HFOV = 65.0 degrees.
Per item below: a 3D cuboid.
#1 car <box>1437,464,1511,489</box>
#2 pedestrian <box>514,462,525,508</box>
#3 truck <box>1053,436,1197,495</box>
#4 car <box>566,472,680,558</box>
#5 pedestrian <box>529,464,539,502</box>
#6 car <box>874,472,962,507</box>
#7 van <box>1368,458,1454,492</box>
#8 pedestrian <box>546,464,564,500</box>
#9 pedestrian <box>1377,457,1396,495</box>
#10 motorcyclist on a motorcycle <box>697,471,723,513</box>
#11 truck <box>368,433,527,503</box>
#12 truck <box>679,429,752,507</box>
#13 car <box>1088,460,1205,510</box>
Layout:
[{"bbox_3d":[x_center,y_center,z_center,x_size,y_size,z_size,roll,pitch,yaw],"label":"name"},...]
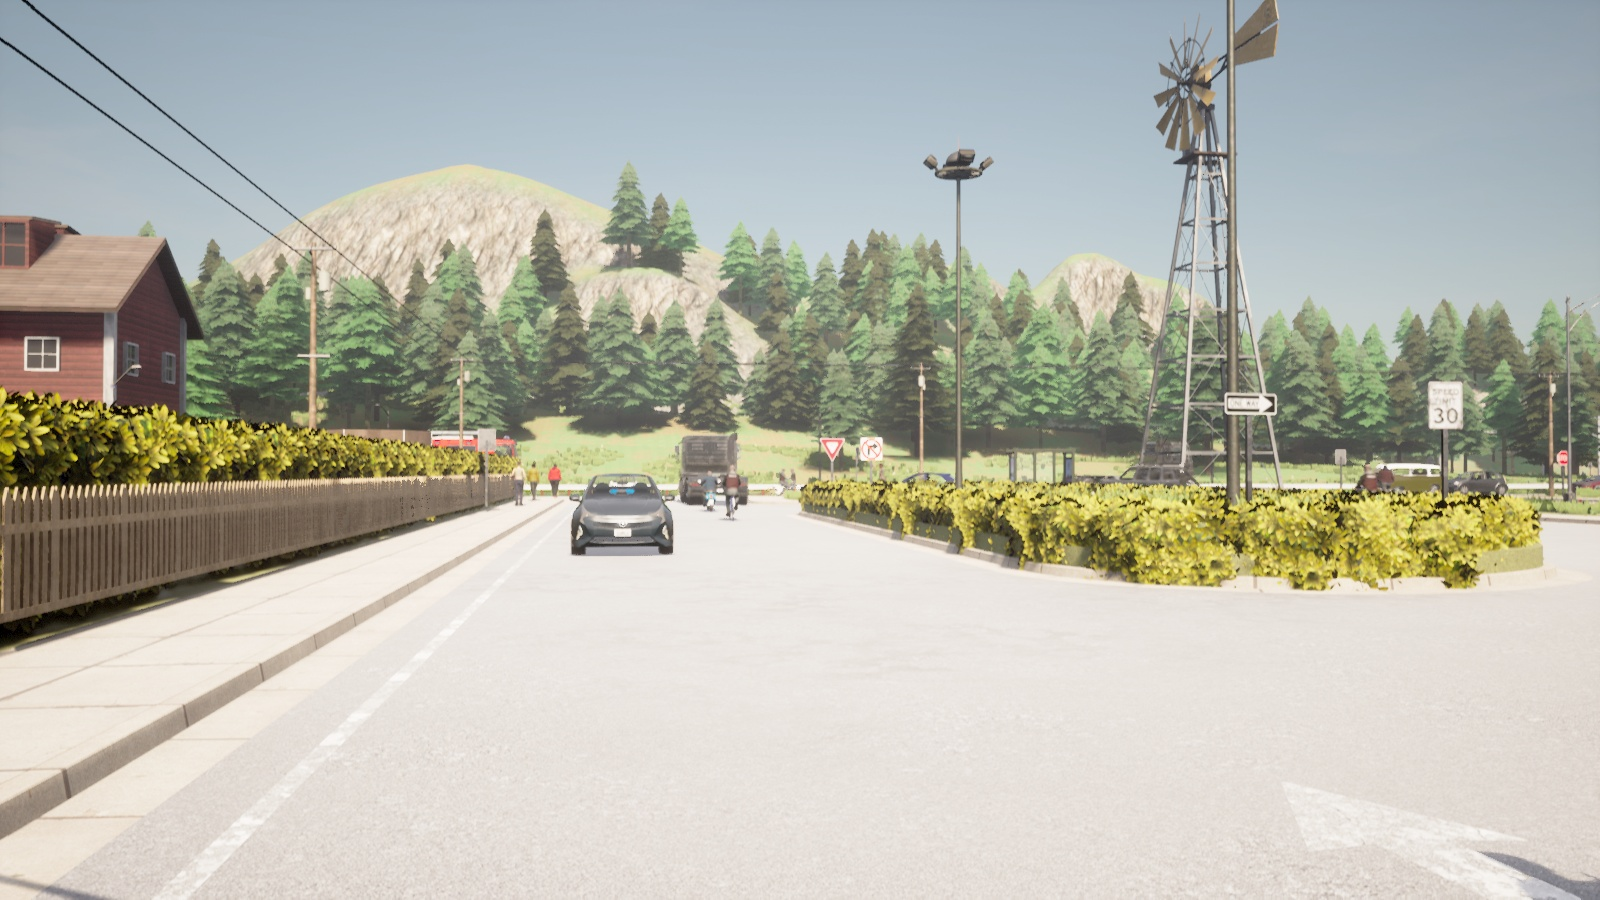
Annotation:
[{"bbox_3d":[44.661,1.762,83.225,3.988,1.617,1.851,0,-1,-8],"label":"car"},{"bbox_3d":[-11.377,1.409,50.933,0.345,1.836,0.594,0,-1,-8],"label":"pedestrian"},{"bbox_3d":[19.663,0.955,76.159,7.936,3.462,2.891,0,-1,-8],"label":"truck"},{"bbox_3d":[-3.509,1.207,24.837,2.007,1.525,4.514,0,-1,-8],"label":"car"},{"bbox_3d":[-12.690,1.569,59.946,0.431,1.840,0.709,0,-1,-11],"label":"pedestrian"},{"bbox_3d":[5.114,1.698,54.281,3.633,1.501,1.845,-1,-1,11],"label":"car"},{"bbox_3d":[38.309,1.562,78.792,4.480,2.038,2.069,0,-1,-8],"label":"van"},{"bbox_3d":[-12.854,1.670,65.895,0.634,1.844,0.899,-1,-1,15],"label":"pedestrian"},{"bbox_3d":[28.808,1.283,61.724,0.634,1.844,0.899,-1,-1,13],"label":"pedestrian"},{"bbox_3d":[-3.504,1.613,48.847,0.866,1.590,1.817,0,-1,-8],"label":"motorcyclist on a motorcycle"},{"bbox_3d":[-19.816,0.987,70.954,8.468,3.827,2.891,0,-1,-15],"label":"truck"},{"bbox_3d":[-4.189,0.874,60.336,2.891,3.462,7.936,0,-1,-8],"label":"truck"},{"bbox_3d":[13.295,1.342,48.505,1.932,1.855,4.605,0,-1,-22],"label":"car"}]
